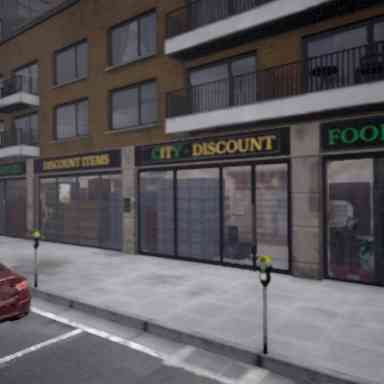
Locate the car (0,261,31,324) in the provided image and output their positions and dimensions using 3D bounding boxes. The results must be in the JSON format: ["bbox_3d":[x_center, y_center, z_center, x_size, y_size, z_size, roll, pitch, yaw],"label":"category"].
[{"bbox_3d":[-4.584,1.658,6.077,4.206,1.307,1.802,-1,0,35],"label":"car"}]
